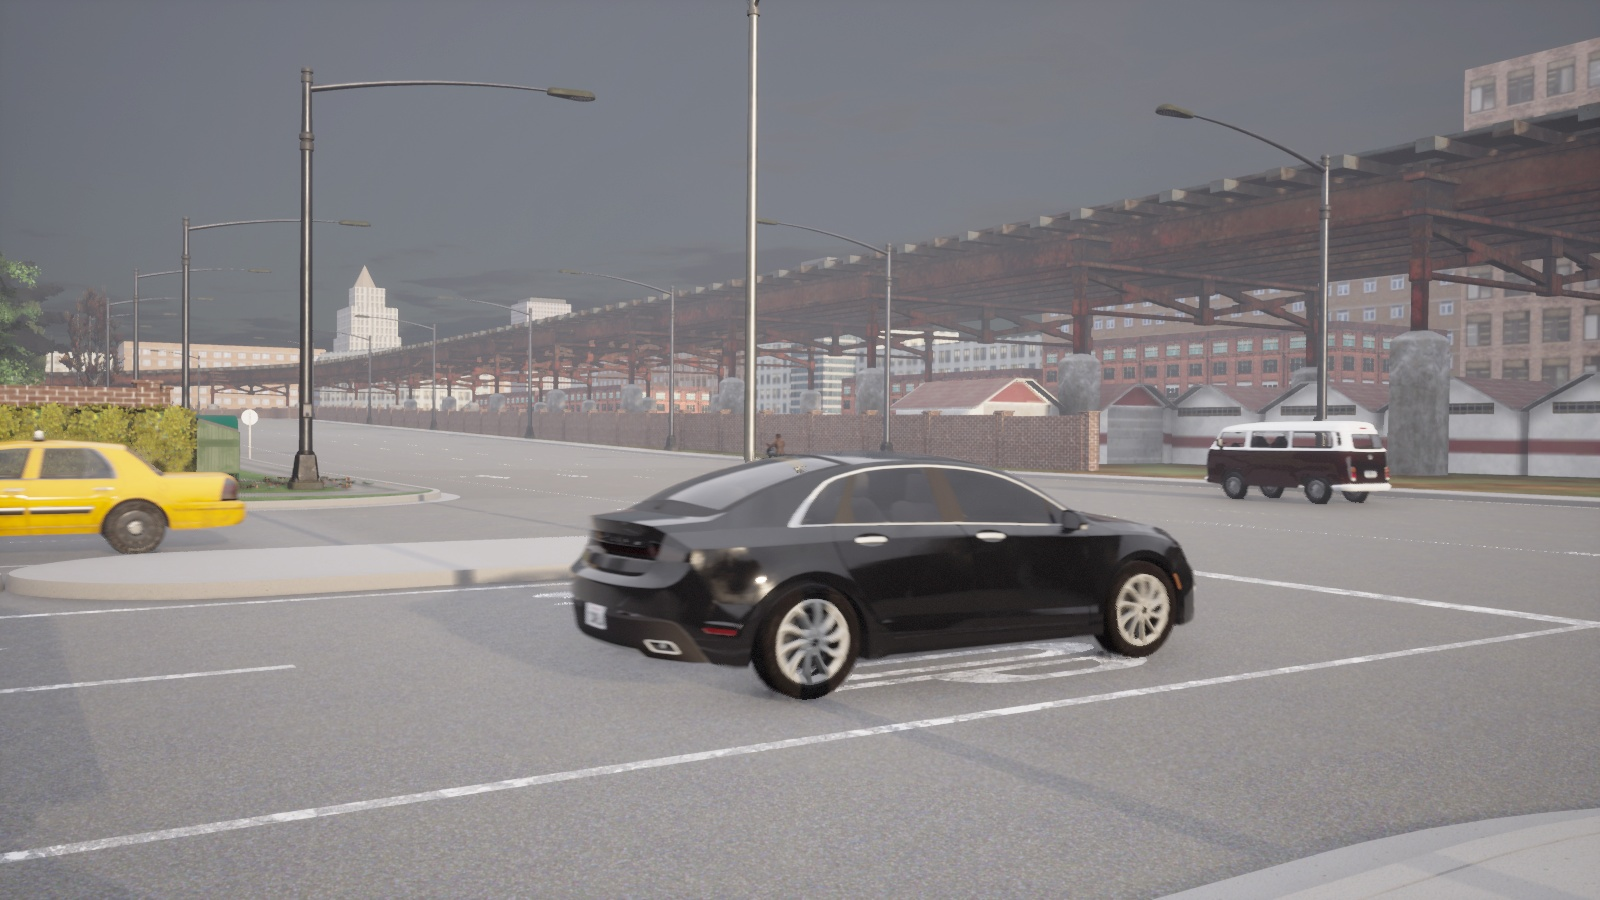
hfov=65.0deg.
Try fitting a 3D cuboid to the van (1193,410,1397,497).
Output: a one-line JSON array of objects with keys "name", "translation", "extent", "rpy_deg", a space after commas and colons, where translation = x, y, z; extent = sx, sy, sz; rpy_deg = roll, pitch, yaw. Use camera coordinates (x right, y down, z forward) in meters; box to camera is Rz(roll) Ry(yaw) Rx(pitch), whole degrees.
[{"name": "van", "translation": [12.541, 0.056, 32.086], "extent": [2.069, 2.038, 4.480], "rpy_deg": [-1, 1, -32]}]

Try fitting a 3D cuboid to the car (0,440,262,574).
[{"name": "car", "translation": [-9.894, 0.694, 15.982], "extent": [5.366, 1.575, 1.801], "rpy_deg": [-1, 1, -32]}]

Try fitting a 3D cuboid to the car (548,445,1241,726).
[{"name": "car", "translation": [0.839, 0.757, 9.159], "extent": [4.892, 1.490, 1.837], "rpy_deg": [-1, 1, -32]}]
